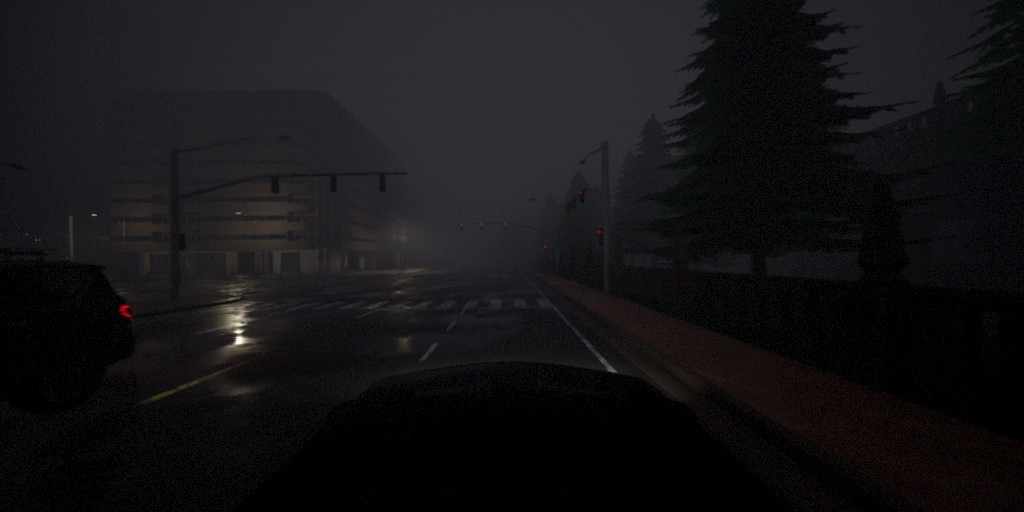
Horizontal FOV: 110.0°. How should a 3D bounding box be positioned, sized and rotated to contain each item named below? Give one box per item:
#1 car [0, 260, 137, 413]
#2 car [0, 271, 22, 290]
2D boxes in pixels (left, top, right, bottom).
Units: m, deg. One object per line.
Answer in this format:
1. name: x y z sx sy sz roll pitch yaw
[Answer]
1. car: -7.075 1.073 3.349 2.150 2.045 5.566 -1 0 0
2. car: -43.481 2.034 29.092 4.892 1.490 1.837 -1 0 -1
